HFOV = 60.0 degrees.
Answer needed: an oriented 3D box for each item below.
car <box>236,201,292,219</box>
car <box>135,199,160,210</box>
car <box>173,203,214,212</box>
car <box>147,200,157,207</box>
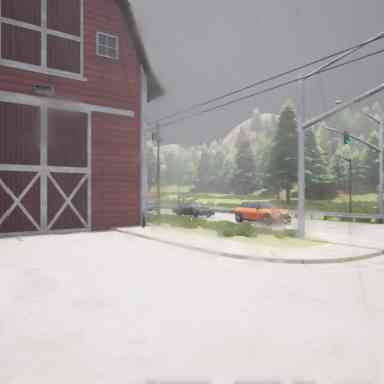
[{"bbox_3d":[5.405,1.524,25.577,2.097,1.767,4.553,0,0,-34],"label":"car"},{"bbox_3d":[-6.640,1.847,49.556,1.812,1.442,4.674,0,0,-34],"label":"car"},{"bbox_3d":[0.026,1.770,33.435,2.033,1.411,5.357,0,0,-34],"label":"car"},{"bbox_3d":[-5.594,1.839,41.650,1.994,1.385,4.181,0,0,-35],"label":"car"}]
